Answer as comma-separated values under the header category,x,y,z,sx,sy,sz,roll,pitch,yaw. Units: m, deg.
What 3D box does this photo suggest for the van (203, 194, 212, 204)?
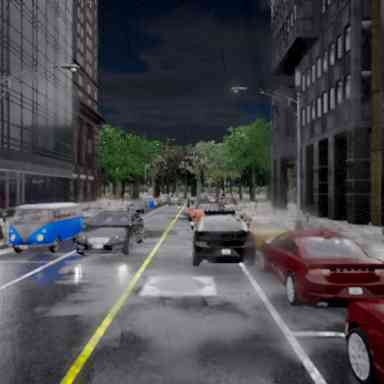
category,x,y,z,sx,sy,sz,roll,pitch,yaw
van,3.066,1.403,67.707,1.690,1.788,3.998,0,0,0

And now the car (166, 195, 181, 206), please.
category,x,y,z,sx,sy,sz,roll,pitch,yaw
car,-2.822,1.571,54.866,1.812,1.442,4.674,0,0,1

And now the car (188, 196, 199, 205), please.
category,x,y,z,sx,sy,sz,roll,pitch,yaw
car,0.283,1.560,62.833,1.837,1.490,4.892,0,0,0

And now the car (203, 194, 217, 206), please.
category,x,y,z,sx,sy,sz,roll,pitch,yaw
car,3.017,1.364,56.832,2.192,1.841,5.009,0,0,0

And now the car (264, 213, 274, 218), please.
category,x,y,z,sx,sy,sz,roll,pitch,yaw
car,2.822,1.534,13.501,1.752,1.417,4.829,0,0,0

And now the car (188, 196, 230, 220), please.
category,x,y,z,sx,sy,sz,roll,pitch,yaw
car,0.996,1.366,21.577,2.097,1.767,4.553,0,0,0

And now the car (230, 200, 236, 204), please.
category,x,y,z,sx,sy,sz,roll,pitch,yaw
car,2.871,1.542,24.376,1.752,1.417,4.829,0,0,0

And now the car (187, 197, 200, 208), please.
category,x,y,z,sx,sy,sz,roll,pitch,yaw
car,0.228,1.544,48.810,1.837,1.490,4.892,0,0,1

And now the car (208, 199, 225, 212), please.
category,x,y,z,sx,sy,sz,roll,pitch,yaw
car,2.944,1.557,40.689,1.752,1.417,4.829,0,0,0

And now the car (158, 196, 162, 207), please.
category,x,y,z,sx,sy,sz,roll,pitch,yaw
car,-5.558,1.560,45.825,1.752,1.417,4.829,0,0,0

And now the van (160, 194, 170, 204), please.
category,x,y,z,sx,sy,sz,roll,pitch,yaw
van,-5.459,1.401,67.745,1.690,1.788,3.998,0,0,0

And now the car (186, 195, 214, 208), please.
category,x,y,z,sx,sy,sz,roll,pitch,yaw
car,0.840,1.371,27.605,2.097,1.767,4.553,0,0,2

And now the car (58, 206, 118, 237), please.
category,x,y,z,sx,sy,sz,roll,pitch,yaw
car,-5.680,1.561,18.807,2.008,1.369,4.403,0,0,0

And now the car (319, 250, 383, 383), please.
category,x,y,z,sx,sy,sz,roll,pitch,yaw
car,2.772,1.547,2.456,1.887,1.381,4.507,0,0,0

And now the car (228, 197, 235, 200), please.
category,x,y,z,sx,sy,sz,roll,pitch,yaw
car,2.894,1.336,29.644,2.192,1.841,5.009,0,0,0

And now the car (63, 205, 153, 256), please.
category,x,y,z,sx,sy,sz,roll,pitch,yaw
car,-3.042,1.499,13.254,2.128,1.511,4.902,0,0,0

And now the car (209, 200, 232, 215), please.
category,x,y,z,sx,sy,sz,roll,pitch,yaw
car,2.919,1.577,35.081,2.008,1.369,4.403,0,0,0

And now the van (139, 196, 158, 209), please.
category,x,y,z,sx,sy,sz,roll,pitch,yaw
van,-5.582,1.370,40.557,1.690,1.788,3.998,0,0,0

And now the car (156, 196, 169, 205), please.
category,x,y,z,sx,sy,sz,roll,pitch,yaw
car,-5.484,1.493,62.307,1.967,1.590,4.097,0,0,0

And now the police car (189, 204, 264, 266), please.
category,x,y,z,sx,sy,sz,roll,pitch,yaw
police car,0.952,1.433,11.717,1.930,1.638,5.238,0,0,0

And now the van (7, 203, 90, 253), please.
category,x,y,z,sx,sy,sz,roll,pitch,yaw
van,-5.704,1.348,13.370,1.690,1.788,3.998,0,0,0

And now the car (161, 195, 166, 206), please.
category,x,y,z,sx,sy,sz,roll,pitch,yaw
car,-5.533,1.606,51.432,1.947,1.339,4.313,0,0,0

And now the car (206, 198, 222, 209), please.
category,x,y,z,sx,sy,sz,roll,pitch,yaw
car,2.968,1.581,45.956,1.887,1.381,4.507,0,0,0

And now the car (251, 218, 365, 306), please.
category,x,y,z,sx,sy,sz,roll,pitch,yaw
car,2.797,1.550,7.894,1.887,1.381,4.507,0,0,0

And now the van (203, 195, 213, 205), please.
category,x,y,z,sx,sy,sz,roll,pitch,yaw
van,3.041,1.397,62.269,1.690,1.788,3.998,0,0,0

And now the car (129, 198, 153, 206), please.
category,x,y,z,sx,sy,sz,roll,pitch,yaw
car,-5.606,1.590,35.120,1.947,1.339,4.313,0,0,0
